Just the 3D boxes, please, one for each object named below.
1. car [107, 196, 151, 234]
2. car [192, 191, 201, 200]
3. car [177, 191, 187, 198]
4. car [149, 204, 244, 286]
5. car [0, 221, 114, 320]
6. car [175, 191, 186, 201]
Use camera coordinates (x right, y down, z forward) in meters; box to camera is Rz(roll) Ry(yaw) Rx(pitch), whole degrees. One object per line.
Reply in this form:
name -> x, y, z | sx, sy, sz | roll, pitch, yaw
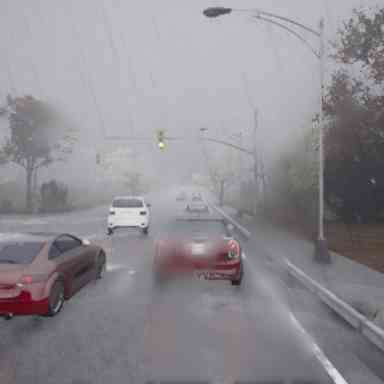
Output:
car -> -3.674, 1.261, 19.710 | 2.150, 2.045, 5.566 | 0, 0, -7
car -> 0.972, 1.157, 71.009 | 1.812, 1.442, 4.674 | 0, 3, 1
car -> -2.374, 0.516, 81.065 | 2.033, 1.411, 5.357 | 0, 3, 1
car -> 0.177, 1.372, 9.635 | 2.097, 1.767, 4.553 | 0, 0, 0
car -> -3.350, 1.577, 7.446 | 1.994, 1.385, 4.181 | 0, 0, 1
car -> -2.528, 1.185, 71.064 | 1.994, 1.385, 4.181 | 0, 3, 1
